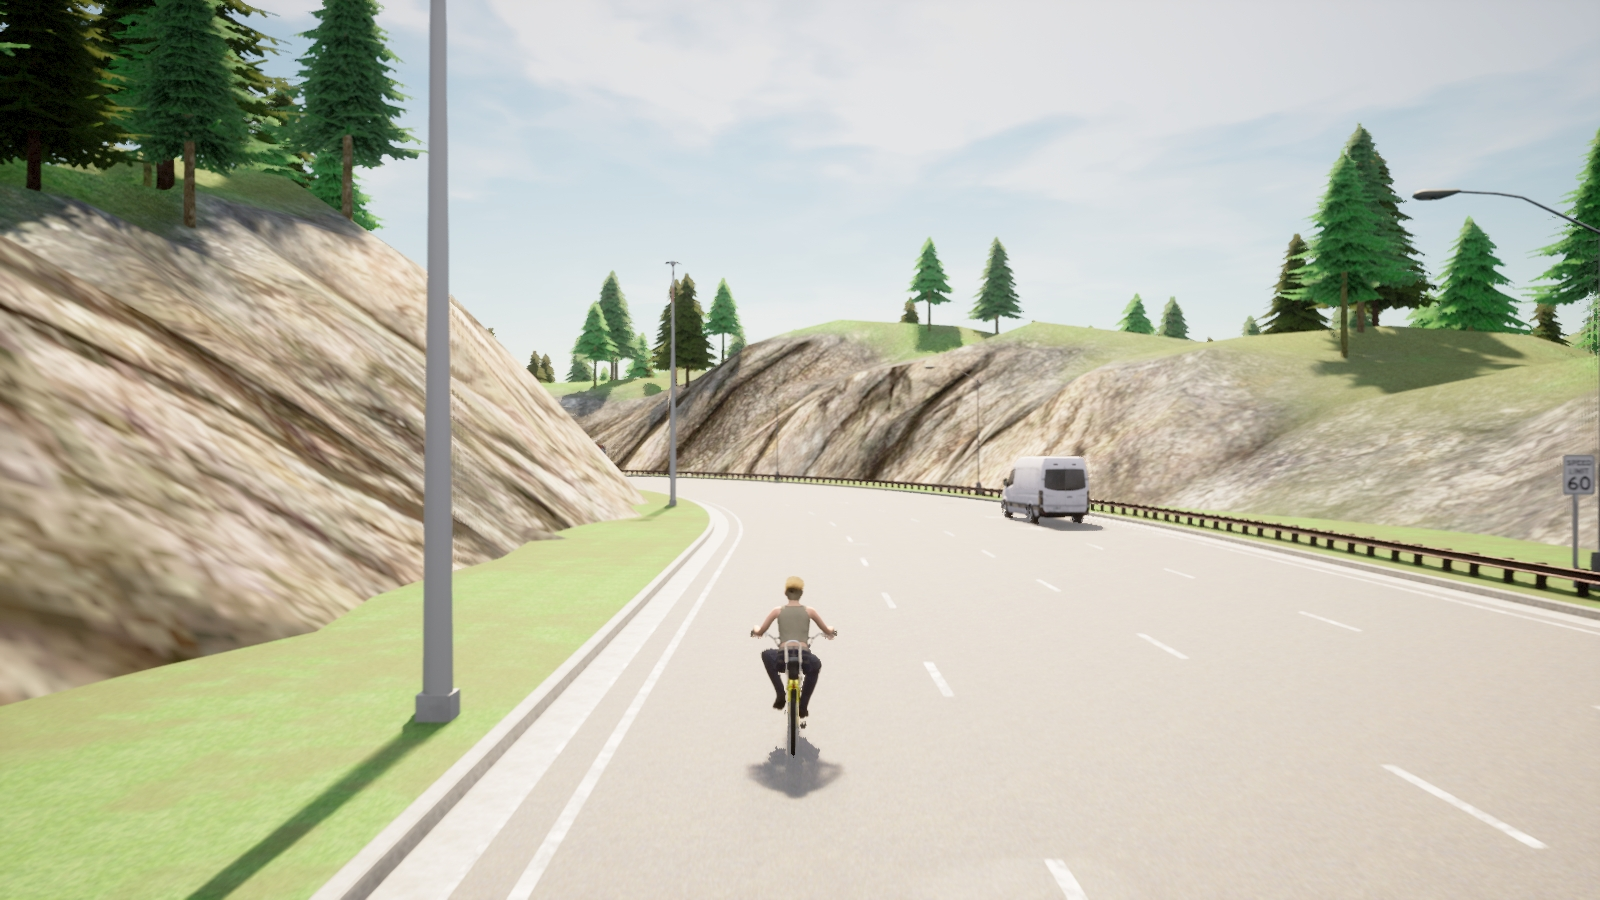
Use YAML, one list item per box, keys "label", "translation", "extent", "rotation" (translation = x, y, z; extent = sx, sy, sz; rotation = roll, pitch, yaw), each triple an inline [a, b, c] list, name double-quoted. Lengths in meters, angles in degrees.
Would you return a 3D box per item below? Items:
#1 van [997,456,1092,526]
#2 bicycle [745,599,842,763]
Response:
- label: "van"
  translation: [9.581, 1.534, 45.309]
  extent: [1.988, 2.561, 5.915]
  rotation: [0, 0, -5]
- label: "bicycle"
  translation: [-0.058, 2.158, 10.937]
  extent: [0.859, 1.276, 1.487]
  rotation: [0, 0, 0]
